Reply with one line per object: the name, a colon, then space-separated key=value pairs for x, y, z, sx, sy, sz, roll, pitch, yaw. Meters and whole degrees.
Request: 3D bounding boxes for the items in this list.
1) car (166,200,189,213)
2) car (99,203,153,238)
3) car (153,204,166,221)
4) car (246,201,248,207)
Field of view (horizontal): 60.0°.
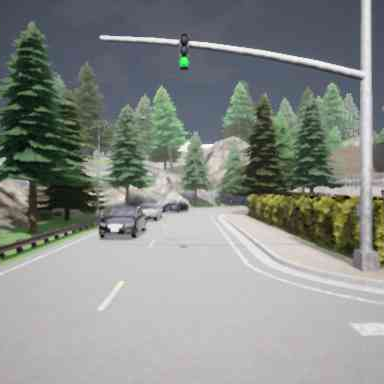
car: x=-1.843 y=1.597 z=37.519 sx=1.994 sy=1.385 sz=4.181 roll=0 pitch=0 yaw=21
car: x=-3.583 y=1.508 z=17.887 sx=2.128 sy=1.511 sz=4.902 roll=0 pitch=0 yaw=0
car: x=-3.546 y=1.624 z=27.160 sx=1.895 sy=1.301 sz=4.718 roll=0 pitch=0 yaw=2
car: x=9.940 y=1.409 z=48.190 sx=4.553 sy=1.767 sz=2.097 roll=0 pitch=0 yaw=-37
